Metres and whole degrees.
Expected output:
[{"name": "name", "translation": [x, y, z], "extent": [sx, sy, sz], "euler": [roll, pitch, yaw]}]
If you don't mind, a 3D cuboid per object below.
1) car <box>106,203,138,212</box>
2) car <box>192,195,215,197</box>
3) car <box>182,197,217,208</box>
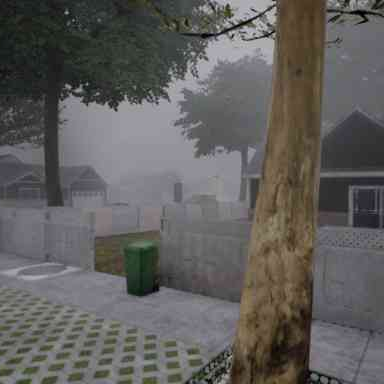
[{"name": "car", "translation": [-6.978, 1.666, 29.771], "extent": [1.895, 1.301, 4.718], "euler": [1, 0, 35]}, {"name": "car", "translation": [1.024, 1.340, 41.259], "extent": [2.150, 2.045, 5.566], "euler": [1, 0, 35]}, {"name": "car", "translation": [1.090, 1.637, 36.219], "extent": [1.837, 1.490, 4.892], "euler": [1, 0, 35]}]
